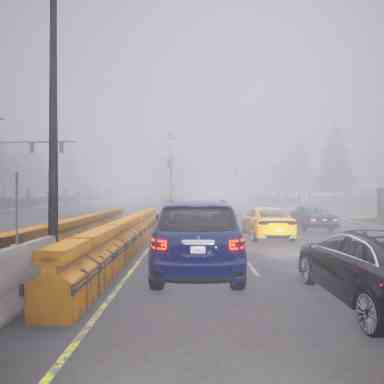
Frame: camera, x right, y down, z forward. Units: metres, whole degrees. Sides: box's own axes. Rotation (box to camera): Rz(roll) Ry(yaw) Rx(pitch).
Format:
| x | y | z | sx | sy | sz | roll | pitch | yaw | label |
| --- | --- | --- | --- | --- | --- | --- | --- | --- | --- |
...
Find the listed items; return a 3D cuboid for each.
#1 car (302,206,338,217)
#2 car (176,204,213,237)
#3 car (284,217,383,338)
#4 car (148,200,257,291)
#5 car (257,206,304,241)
| x | y | z | sx | sy | sz | roll | pitch | yaw | label |
| --- | --- | --- | --- | --- | --- | --- | --- | --- | --- |
| 7.167 | 1.547 | 20.349 | 2.033 | 1.411 | 5.357 | 0 | 0 | 1 | car |
| 0.151 | 1.505 | 19.026 | 1.837 | 1.490 | 4.892 | 0 | 0 | 0 | car |
| 3.614 | 1.492 | 6.569 | 2.128 | 1.511 | 4.902 | 0 | 0 | 0 | car |
| 0.125 | 1.222 | 9.177 | 2.150 | 2.045 | 5.566 | 0 | 0 | 0 | car |
| 3.643 | 1.478 | 16.411 | 1.882 | 1.535 | 5.008 | 0 | 0 | 0 | car |
